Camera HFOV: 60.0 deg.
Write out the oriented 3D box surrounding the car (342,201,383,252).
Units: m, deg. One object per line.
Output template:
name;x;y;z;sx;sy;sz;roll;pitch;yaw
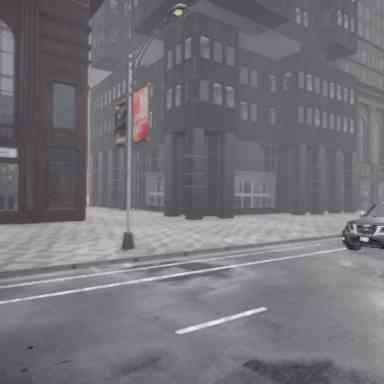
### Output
car;8.573;1.411;13.811;5.566;2.045;2.150;1;-1;-36
